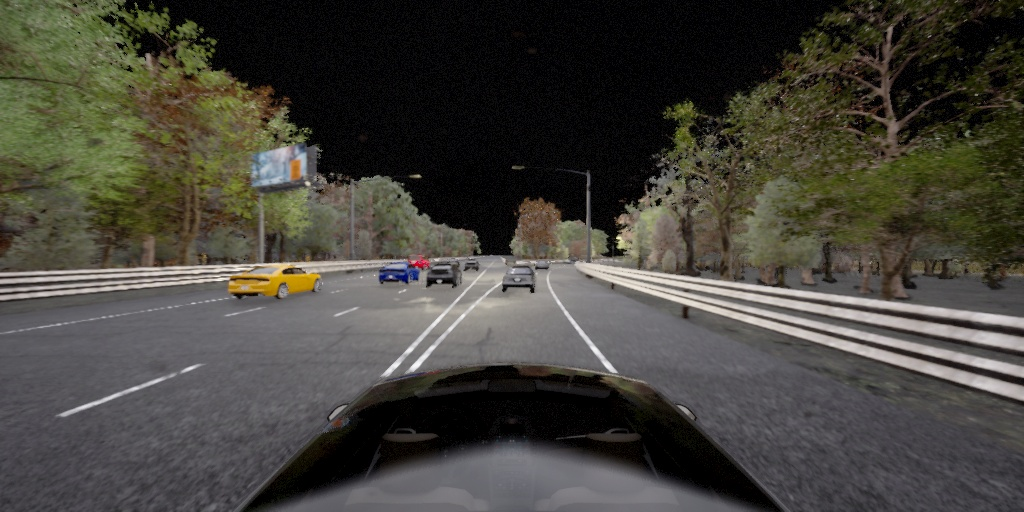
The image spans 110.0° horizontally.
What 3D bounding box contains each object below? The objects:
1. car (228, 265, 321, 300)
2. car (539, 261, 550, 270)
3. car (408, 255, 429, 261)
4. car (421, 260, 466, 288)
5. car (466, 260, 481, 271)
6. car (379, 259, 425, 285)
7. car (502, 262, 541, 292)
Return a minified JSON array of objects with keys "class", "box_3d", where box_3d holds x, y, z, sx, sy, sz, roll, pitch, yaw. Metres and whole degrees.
[{"class":"car","box_3d":[-11.153,1.168,17.316,1.882,1.535,5.008,0,0,-2]},{"class":"car","box_3d":[4.824,1.461,56.519,1.994,1.385,4.181,0,0,10]},{"class":"car","box_3d":[-12.178,0.908,46.660,2.150,2.045,5.566,0,0,-2]},{"class":"car","box_3d":[-4.370,1.233,23.631,1.837,1.490,4.892,0,0,-2]},{"class":"car","box_3d":[-5.206,1.230,47.487,1.837,1.490,4.892,0,0,-2]},{"class":"car","box_3d":[-7.945,1.186,25.710,1.882,1.535,5.008,0,0,-2]},{"class":"car","box_3d":[0.520,1.301,21.362,2.033,1.411,5.357,0,0,5]}]
